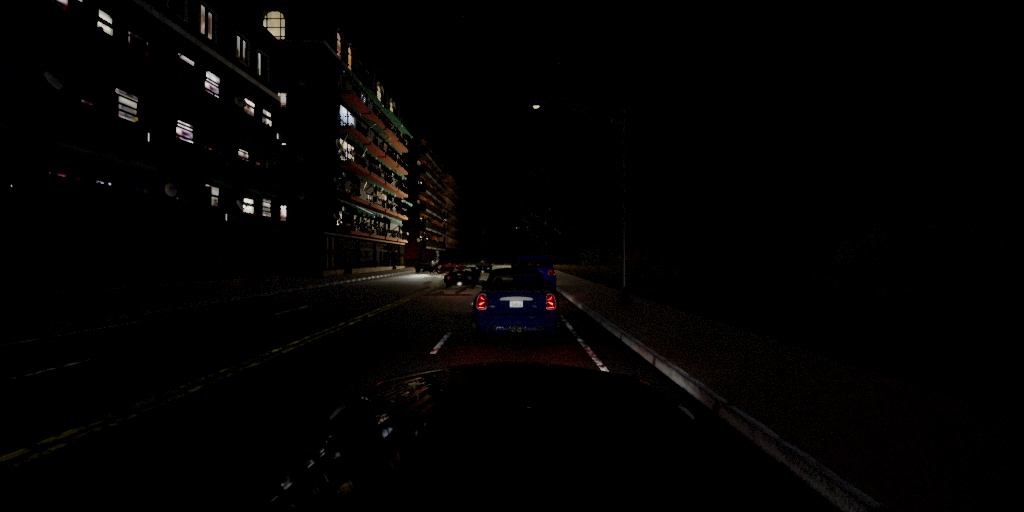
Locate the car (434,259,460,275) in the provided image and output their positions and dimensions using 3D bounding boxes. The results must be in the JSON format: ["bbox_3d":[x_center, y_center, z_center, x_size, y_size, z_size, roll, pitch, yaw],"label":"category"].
[{"bbox_3d":[-6.601,1.104,38.480,2.097,1.767,4.553,0,0,0],"label":"car"}]

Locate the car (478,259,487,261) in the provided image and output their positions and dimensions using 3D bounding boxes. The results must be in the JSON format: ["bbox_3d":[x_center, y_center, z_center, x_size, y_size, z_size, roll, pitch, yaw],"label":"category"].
[{"bbox_3d":[-3.146,1.352,40.669,1.895,1.301,4.718,0,0,0],"label":"car"}]

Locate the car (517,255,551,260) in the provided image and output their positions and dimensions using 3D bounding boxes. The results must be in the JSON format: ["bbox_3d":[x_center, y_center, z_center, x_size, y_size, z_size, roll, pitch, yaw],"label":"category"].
[{"bbox_3d":[1.136,0.977,19.768,2.150,2.045,5.566,0,0,0],"label":"car"}]

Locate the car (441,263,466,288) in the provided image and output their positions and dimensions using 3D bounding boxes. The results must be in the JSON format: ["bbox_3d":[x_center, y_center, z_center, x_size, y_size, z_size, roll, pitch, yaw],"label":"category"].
[{"bbox_3d":[-3.155,1.353,23.782,1.895,1.301,4.718,0,0,0],"label":"car"}]

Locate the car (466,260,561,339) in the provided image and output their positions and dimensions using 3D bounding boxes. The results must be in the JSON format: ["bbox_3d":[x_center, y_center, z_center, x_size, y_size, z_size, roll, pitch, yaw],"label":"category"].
[{"bbox_3d":[0.097,1.103,10.193,2.097,1.767,4.553,0,0,0],"label":"car"}]

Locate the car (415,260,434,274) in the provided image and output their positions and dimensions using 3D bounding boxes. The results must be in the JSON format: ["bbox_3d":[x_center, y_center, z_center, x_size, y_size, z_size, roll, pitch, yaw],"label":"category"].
[{"bbox_3d":[-9.849,1.243,41.677,2.128,1.511,4.902,0,0,0],"label":"car"}]
